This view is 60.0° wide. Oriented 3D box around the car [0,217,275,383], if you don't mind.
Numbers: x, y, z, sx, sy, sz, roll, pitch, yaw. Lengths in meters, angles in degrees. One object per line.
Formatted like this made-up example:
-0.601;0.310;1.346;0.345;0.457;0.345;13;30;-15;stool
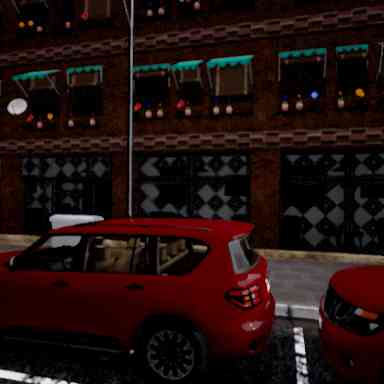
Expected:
-1.292;1.325;5.052;5.009;1.841;2.192;0;1;16;car

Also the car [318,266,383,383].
4.049;1.324;3.547;5.009;1.841;2.192;0;1;16;car
